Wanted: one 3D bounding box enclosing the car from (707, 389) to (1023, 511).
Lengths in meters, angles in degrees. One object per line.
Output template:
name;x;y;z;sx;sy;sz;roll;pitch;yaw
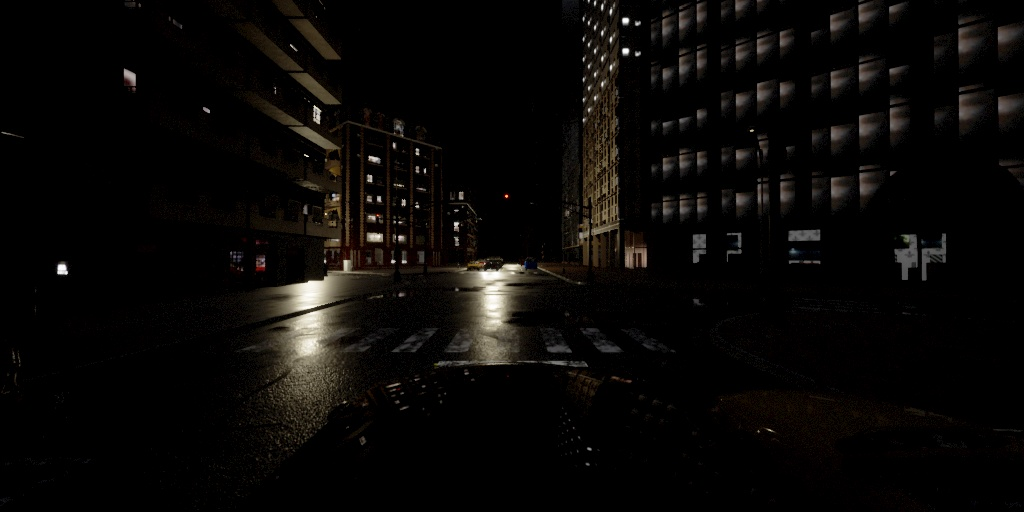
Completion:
car;2.563;1.275;1.237;1.751;1.417;4.829;0;0;0

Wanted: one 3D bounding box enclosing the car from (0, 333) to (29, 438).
car;-5.318;1.064;1.069;2.192;1.841;5.009;0;0;0

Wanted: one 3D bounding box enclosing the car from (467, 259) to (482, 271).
car;-5.271;1.320;49.898;1.751;1.417;4.829;0;0;0

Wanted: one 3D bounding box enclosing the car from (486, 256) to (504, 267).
car;-2.784;1.036;59.146;2.150;2.045;5.566;0;0;0

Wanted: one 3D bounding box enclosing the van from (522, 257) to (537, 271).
van;2.609;1.136;50.060;1.690;1.789;3.998;0;0;0

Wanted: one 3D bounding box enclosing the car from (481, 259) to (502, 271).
car;-2.804;1.394;49.222;1.895;1.301;4.718;0;0;0
